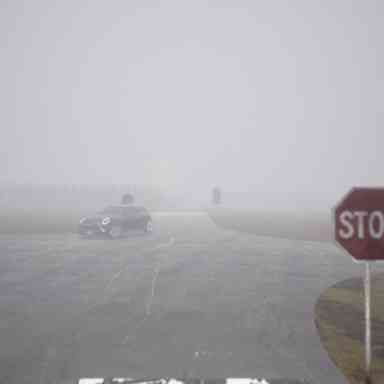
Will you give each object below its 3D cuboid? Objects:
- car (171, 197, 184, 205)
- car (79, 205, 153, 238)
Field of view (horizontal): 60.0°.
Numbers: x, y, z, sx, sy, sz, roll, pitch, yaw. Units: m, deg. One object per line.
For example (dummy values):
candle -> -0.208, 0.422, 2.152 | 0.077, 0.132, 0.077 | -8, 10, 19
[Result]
car -> -2.758, 1.876, 63.577 | 2.150, 2.045, 5.566 | 0, -1, 0
car -> -4.153, 1.521, 18.797 | 2.097, 1.767, 4.553 | -1, -2, 28
